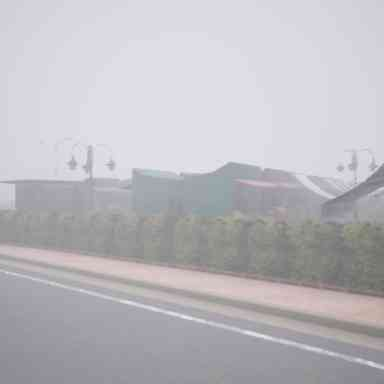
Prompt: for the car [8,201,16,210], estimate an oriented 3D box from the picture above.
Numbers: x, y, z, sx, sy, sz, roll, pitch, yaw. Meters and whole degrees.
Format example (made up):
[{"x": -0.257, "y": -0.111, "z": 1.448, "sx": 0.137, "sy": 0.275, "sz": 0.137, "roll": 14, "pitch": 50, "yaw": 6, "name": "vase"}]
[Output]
[{"x": -15.385, "y": 1.502, "z": 32.705, "sx": 1.905, "sy": 1.878, "sz": 3.866, "roll": -1, "pitch": 0, "yaw": 33, "name": "car"}]
